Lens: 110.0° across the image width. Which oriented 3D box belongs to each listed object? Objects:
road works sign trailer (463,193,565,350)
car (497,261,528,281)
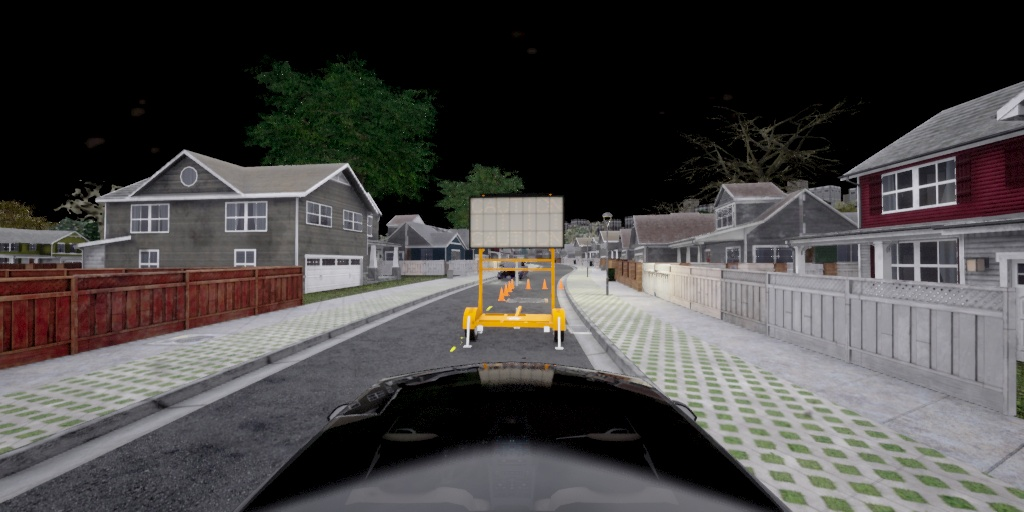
[{"bbox_3d":[0.131,0.218,9.160,2.380,3.560,2.880,0,0,5],"label":"road works sign trailer"},{"bbox_3d":[0.106,1.147,31.153,2.097,1.767,4.553,0,0,10],"label":"car"}]
